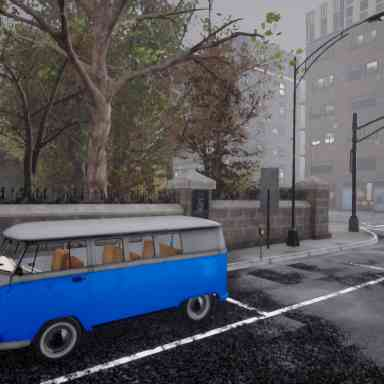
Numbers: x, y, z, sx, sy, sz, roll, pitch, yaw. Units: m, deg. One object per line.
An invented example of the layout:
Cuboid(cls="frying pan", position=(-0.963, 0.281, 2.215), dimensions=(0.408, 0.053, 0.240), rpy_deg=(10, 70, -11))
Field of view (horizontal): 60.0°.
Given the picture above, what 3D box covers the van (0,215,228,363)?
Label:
Cuboid(cls="van", position=(-1.246, 1.342, 5.601), dimensions=(3.998, 1.788, 1.690), rpy_deg=(0, 1, -35))
